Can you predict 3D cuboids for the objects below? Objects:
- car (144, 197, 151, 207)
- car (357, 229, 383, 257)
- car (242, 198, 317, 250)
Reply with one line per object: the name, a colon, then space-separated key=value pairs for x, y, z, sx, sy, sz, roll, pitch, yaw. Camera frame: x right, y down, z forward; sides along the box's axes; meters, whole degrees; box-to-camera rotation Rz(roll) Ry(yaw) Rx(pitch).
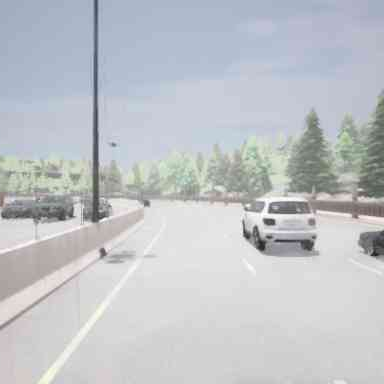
car: x=-7.907 y=1.610 z=53.252 sx=1.837 sy=1.490 sz=4.892 roll=0 pitch=0 yaw=-21
car: x=7.100 y=1.567 z=10.010 sx=2.033 sy=1.411 sz=5.357 roll=0 pitch=0 yaw=0
car: x=3.592 y=1.250 z=14.589 sx=2.150 sy=2.045 sz=5.566 roll=0 pitch=0 yaw=0
